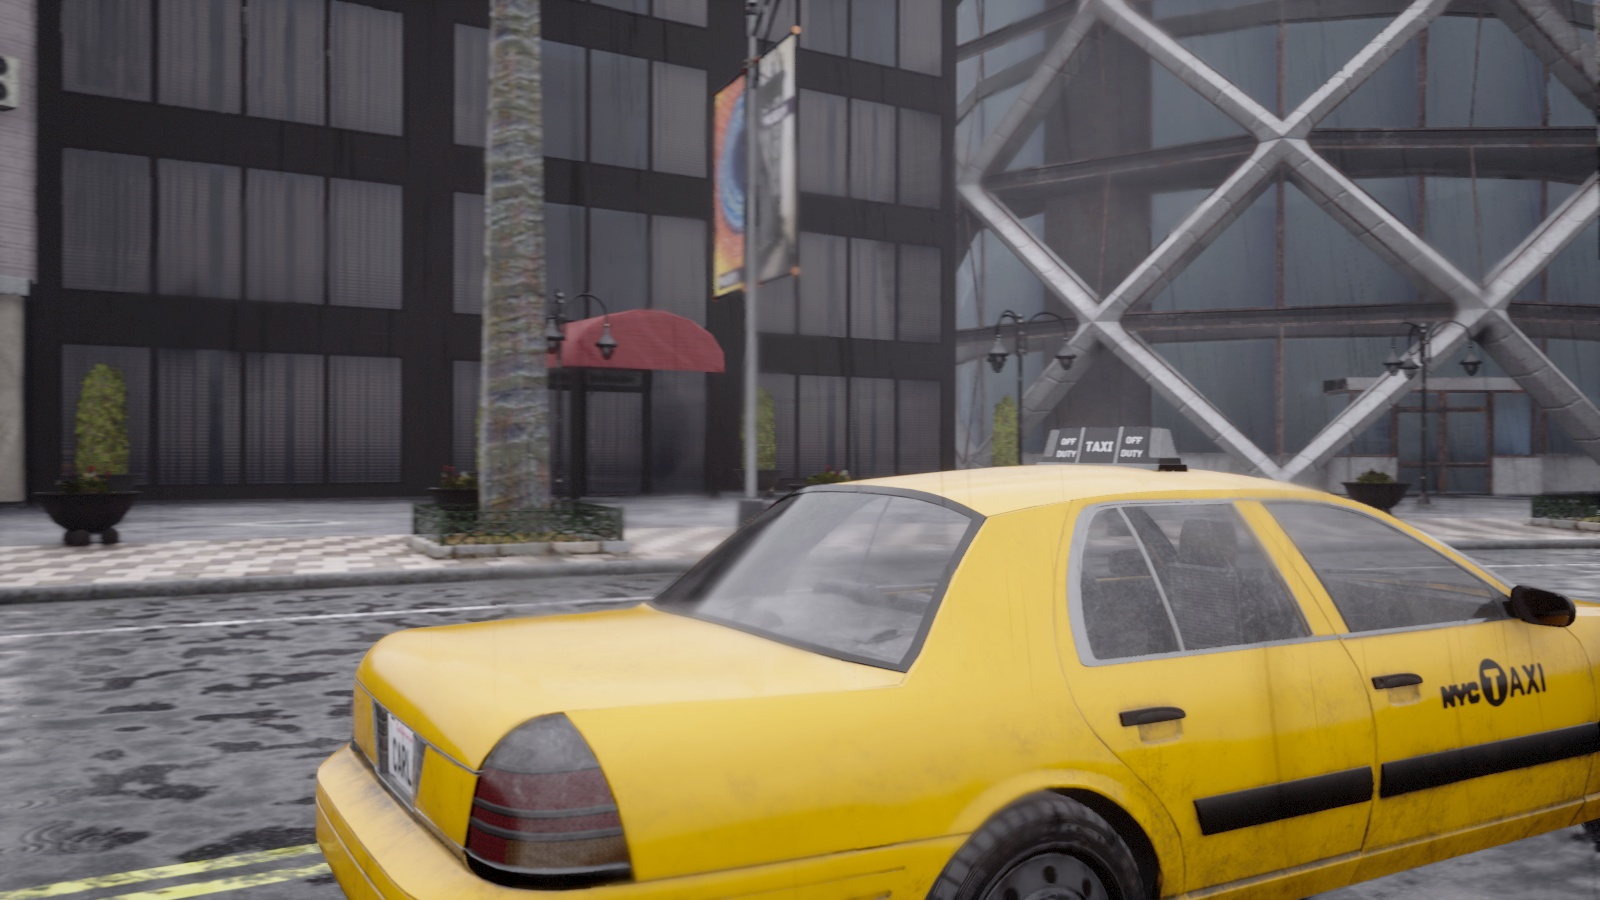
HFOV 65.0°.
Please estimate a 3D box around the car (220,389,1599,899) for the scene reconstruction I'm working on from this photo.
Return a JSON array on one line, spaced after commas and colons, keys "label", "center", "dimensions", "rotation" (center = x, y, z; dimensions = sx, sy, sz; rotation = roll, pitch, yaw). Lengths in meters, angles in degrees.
[{"label": "car", "center": [1.104, 0.688, 4.185], "dimensions": [5.366, 1.575, 1.801], "rotation": [0, 0, -30]}]
